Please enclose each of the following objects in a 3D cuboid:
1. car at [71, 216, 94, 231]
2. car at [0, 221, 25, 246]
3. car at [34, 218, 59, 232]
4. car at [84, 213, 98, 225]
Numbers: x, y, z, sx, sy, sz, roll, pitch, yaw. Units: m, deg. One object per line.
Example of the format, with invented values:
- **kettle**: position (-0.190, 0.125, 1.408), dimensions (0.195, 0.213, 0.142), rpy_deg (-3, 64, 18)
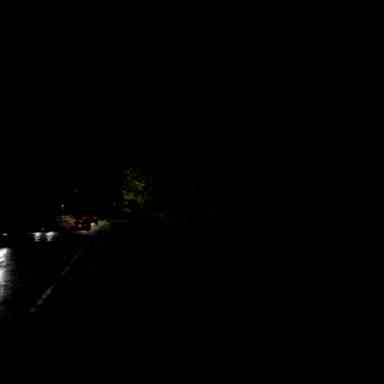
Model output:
- **car**: position (-12.881, 3.833, 38.841), dimensions (1.994, 1.385, 4.181), rpy_deg (2, -4, -14)
- **car**: position (-12.682, 2.735, 22.366), dimensions (2.128, 1.511, 4.902), rpy_deg (2, -4, -13)
- **car**: position (-16.408, 3.710, 37.841), dimensions (2.033, 1.411, 5.357), rpy_deg (2, -4, -13)
- **car**: position (-16.880, 4.472, 55.356), dimensions (2.150, 2.045, 5.566), rpy_deg (2, -4, -14)
